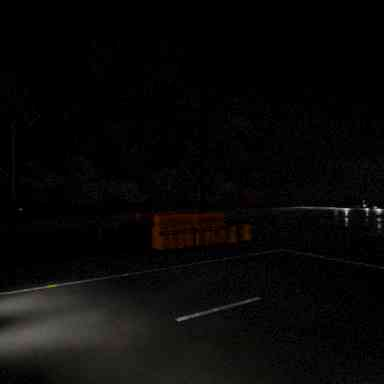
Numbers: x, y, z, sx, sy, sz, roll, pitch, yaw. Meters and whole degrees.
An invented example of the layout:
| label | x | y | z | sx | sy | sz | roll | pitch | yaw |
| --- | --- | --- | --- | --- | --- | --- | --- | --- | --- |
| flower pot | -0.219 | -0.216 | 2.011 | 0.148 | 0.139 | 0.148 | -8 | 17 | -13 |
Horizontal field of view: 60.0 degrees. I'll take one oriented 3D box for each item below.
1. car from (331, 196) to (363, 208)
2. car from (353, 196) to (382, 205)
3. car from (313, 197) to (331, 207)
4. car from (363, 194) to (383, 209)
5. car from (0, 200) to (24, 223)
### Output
| label | x | y | z | sx | sy | sz | roll | pitch | yaw |
| --- | --- | --- | --- | --- | --- | --- | --- | --- | --- |
| car | 21.518 | 1.336 | 45.158 | 4.892 | 1.490 | 1.837 | 0 | 0 | -35 |
| car | 28.809 | 1.328 | 54.628 | 5.357 | 1.411 | 2.033 | 0 | 0 | -35 |
| car | 19.572 | 1.432 | 48.069 | 4.718 | 1.301 | 1.895 | 0 | 0 | -35 |
| car | 24.586 | 1.330 | 43.048 | 4.892 | 1.490 | 1.837 | 0 | 0 | -35 |
| car | -14.586 | 1.358 | 23.684 | 4.553 | 1.767 | 2.097 | 0 | 0 | -36 |
